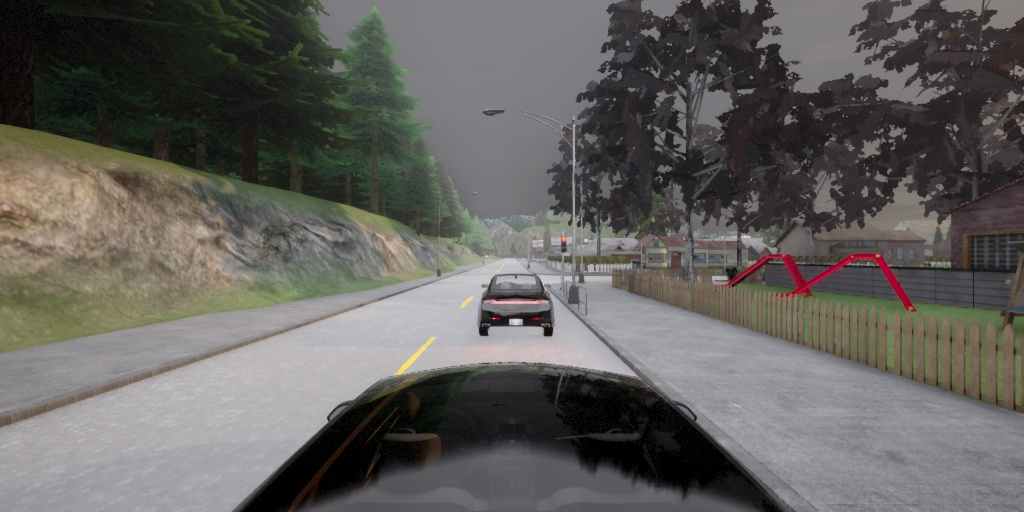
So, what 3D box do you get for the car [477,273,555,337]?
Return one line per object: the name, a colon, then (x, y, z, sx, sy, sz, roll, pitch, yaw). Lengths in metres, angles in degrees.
car: (0.116, 1.242, 10.307, 2.128, 1.511, 4.902, 0, 0, 1)
